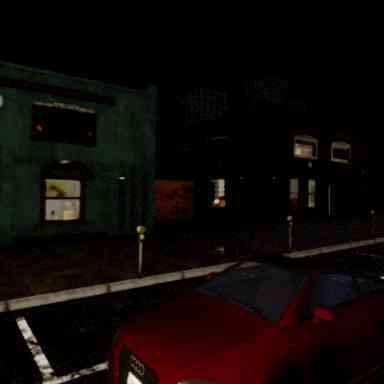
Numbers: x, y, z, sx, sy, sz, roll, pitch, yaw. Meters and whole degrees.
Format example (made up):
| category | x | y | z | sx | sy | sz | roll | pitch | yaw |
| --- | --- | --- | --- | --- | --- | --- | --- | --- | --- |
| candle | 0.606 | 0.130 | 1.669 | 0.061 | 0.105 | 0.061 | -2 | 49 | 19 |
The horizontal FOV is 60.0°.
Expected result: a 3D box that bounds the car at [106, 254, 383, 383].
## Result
| category | x | y | z | sx | sy | sz | roll | pitch | yaw |
| --- | --- | --- | --- | --- | --- | --- | --- | --- | --- |
| car | 1.110 | 1.560 | 4.161 | 4.181 | 1.385 | 1.994 | 0 | 0 | -35 |
